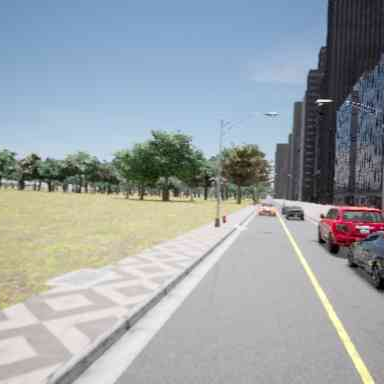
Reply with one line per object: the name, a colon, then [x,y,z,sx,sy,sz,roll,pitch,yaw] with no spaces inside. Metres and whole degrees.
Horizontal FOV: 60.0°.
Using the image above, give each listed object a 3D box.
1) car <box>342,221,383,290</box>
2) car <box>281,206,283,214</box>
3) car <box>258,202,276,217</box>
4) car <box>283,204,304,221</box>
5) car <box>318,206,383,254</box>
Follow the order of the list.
car: [6.021,1.888,9.801,1.812,1.442,4.674,2,0,13]
car: [14.169,2.525,48.872,2.128,1.511,4.902,2,0,13]
car: [9.563,2.129,42.262,2.097,1.767,4.553,2,0,13]
car: [11.591,2.339,37.596,1.837,1.490,4.892,2,0,14]
car: [7.396,1.698,15.678,2.150,2.045,5.566,2,0,13]
